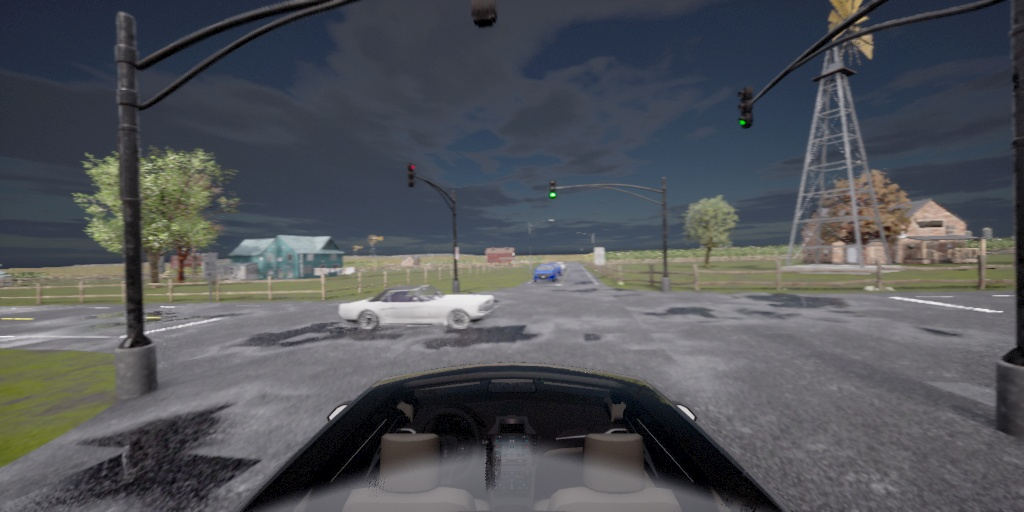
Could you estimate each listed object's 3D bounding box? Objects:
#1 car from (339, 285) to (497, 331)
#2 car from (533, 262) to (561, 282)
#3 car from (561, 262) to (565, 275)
[{"bbox_3d":[-2.919,1.605,11.603,4.718,1.301,1.895,-2,0,10],"label":"car"},{"bbox_3d":[3.133,1.520,32.703,1.882,1.535,5.008,-1,-1,11],"label":"car"},{"bbox_3d":[5.077,1.611,43.832,1.882,1.535,5.008,-1,-1,10],"label":"car"}]
